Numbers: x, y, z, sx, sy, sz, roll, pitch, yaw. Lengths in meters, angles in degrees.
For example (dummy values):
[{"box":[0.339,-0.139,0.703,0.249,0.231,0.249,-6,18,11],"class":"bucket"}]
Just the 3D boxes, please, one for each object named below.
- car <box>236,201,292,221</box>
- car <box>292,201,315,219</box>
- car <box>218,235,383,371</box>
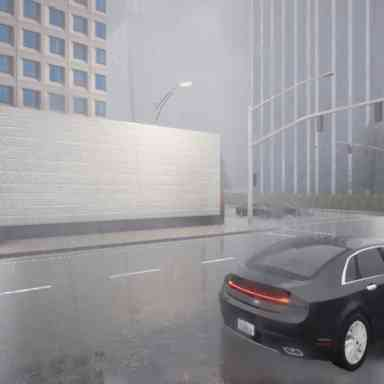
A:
[{"box":[5.775,1.560,28.429,1.837,1.490,4.892,0,0,-33],"class":"car"},{"box":[8.783,1.546,30.406,2.128,1.511,4.902,0,0,-36],"class":"car"},{"box":[2.682,1.505,5.713,4.892,1.490,1.837,0,0,-35],"class":"car"}]
